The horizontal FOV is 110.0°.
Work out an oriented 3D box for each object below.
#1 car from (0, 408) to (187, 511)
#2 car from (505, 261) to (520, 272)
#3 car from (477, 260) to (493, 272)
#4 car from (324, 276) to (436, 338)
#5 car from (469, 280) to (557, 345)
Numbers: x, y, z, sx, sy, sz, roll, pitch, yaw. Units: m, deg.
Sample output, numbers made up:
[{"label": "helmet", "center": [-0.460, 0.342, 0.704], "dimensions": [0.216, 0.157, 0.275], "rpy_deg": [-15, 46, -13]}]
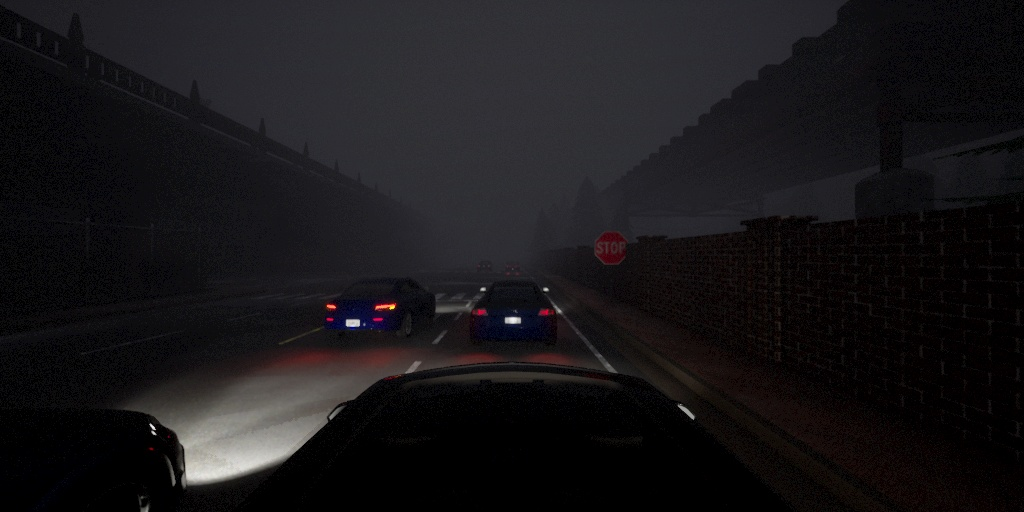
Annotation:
[{"label": "car", "center": [-3.399, 1.314, 0.897], "dimensions": [1.994, 1.385, 4.181], "rpy_deg": [0, 0, 0]}, {"label": "car", "center": [0.064, 1.331, 46.227], "dimensions": [1.895, 1.301, 4.718], "rpy_deg": [0, 0, -1]}, {"label": "car", "center": [-3.430, 1.278, 46.030], "dimensions": [2.033, 1.411, 5.357], "rpy_deg": [0, 0, -1]}, {"label": "car", "center": [-3.420, 1.272, 9.993], "dimensions": [1.812, 1.442, 4.674], "rpy_deg": [0, 0, 0]}, {"label": "car", "center": [0.062, 1.311, 9.473], "dimensions": [1.994, 1.385, 4.181], "rpy_deg": [0, 0, 1]}]
